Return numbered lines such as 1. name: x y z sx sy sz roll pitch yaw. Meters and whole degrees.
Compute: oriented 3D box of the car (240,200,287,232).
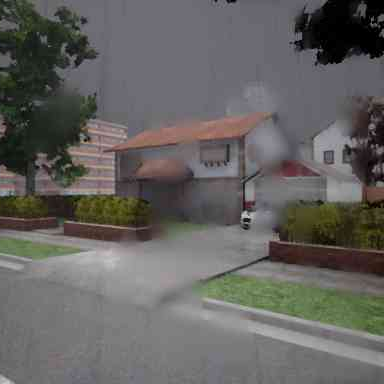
1. car: 4.085 1.168 17.390 1.970 1.475 3.806 0 0 36
